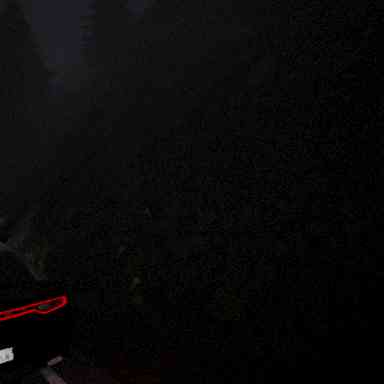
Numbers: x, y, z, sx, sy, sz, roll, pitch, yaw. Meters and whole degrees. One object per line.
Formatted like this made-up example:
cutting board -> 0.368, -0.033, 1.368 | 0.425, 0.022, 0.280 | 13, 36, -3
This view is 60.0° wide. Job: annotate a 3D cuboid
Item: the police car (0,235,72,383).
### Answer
police car -> -3.679, 1.426, 5.100 | 1.930, 1.638, 5.238 | -2, 1, -44
